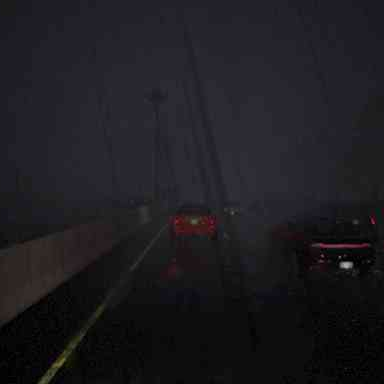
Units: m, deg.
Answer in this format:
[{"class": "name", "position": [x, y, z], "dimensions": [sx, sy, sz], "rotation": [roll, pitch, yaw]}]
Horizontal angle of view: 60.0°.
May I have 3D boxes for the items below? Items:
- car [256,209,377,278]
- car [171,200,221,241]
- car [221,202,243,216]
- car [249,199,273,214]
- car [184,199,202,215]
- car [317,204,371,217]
[{"class": "car", "position": [3.599, 1.490, 10.174], "dimensions": [2.128, 1.511, 4.902], "rotation": [0, 0, 0]}, {"class": "car", "position": [0.099, 1.350, 16.758], "dimensions": [2.097, 1.767, 4.553], "rotation": [0, 0, 0]}, {"class": "car", "position": [3.598, 1.598, 31.776], "dimensions": [1.895, 1.301, 4.718], "rotation": [0, 0, 0]}, {"class": "car", "position": [7.098, 1.489, 34.509], "dimensions": [2.128, 1.511, 4.902], "rotation": [0, 0, 0]}, {"class": "car", "position": [0.094, 1.522, 35.342], "dimensions": [1.812, 1.442, 4.674], "rotation": [0, 0, 0]}, {"class": "car", "position": [7.099, 1.350, 16.535], "dimensions": [2.097, 1.767, 4.553], "rotation": [0, 0, 0]}]
